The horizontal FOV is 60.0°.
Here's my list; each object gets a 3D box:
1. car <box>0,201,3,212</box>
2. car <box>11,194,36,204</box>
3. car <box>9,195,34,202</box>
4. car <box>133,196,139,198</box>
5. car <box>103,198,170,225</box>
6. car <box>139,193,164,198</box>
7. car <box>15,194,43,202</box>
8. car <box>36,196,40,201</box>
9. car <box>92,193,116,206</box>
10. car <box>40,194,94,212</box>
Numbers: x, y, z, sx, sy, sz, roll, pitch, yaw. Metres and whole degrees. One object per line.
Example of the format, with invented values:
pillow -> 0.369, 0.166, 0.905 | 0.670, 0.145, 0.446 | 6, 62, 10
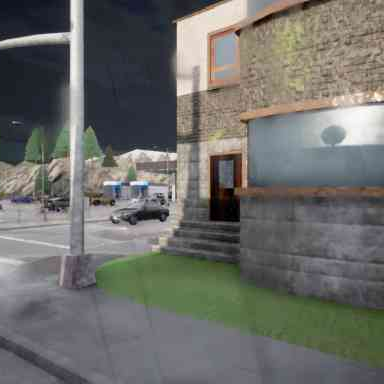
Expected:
car -> -20.215, 1.247, 31.575 | 1.970, 1.475, 3.806 | 0, 0, 35
car -> -30.968, 1.335, 60.963 | 1.845, 1.501, 3.633 | 0, 0, 35
car -> -38.816, 1.355, 75.828 | 2.007, 1.523, 4.514 | 0, 0, 35
car -> -8.202, 1.376, 54.355 | 1.970, 1.475, 3.806 | 0, 0, 35
car -> -3.408, 1.349, 22.453 | 1.812, 1.442, 4.674 | 0, 0, 35
car -> -5.838, 1.092, 51.939 | 1.905, 1.878, 3.866 | 0, 0, 35
car -> -36.223, 1.346, 74.062 | 2.152, 1.636, 5.027 | 0, 0, 35
car -> -22.827, 1.313, 55.167 | 2.007, 1.523, 4.514 | 0, 0, 35
car -> -13.059, 1.113, 47.405 | 1.932, 1.855, 4.605 | 0, 0, 35
car -> -13.159, 1.313, 35.223 | 2.007, 1.523, 4.514 | 0, 0, 35
